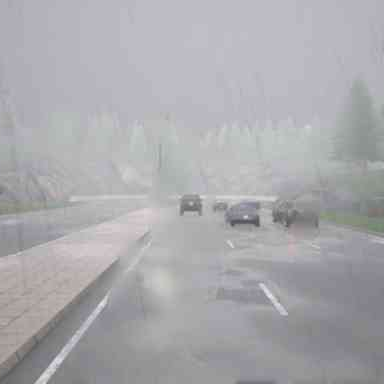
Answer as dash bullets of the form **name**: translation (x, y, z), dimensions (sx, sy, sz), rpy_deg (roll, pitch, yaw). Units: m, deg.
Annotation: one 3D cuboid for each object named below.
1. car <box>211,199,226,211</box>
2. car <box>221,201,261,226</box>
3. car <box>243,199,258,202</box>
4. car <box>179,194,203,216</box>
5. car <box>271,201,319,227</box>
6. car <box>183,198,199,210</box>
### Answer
- **car**: translation (3.392, 1.568, 40.303), dimensions (1.812, 1.442, 4.674), rpy_deg (0, 0, 0)
- **car**: translation (3.471, 1.592, 23.500), dimensions (1.994, 1.385, 4.181), rpy_deg (0, 0, 0)
- **car**: translation (6.886, 1.527, 39.823), dimensions (1.882, 1.535, 5.008), rpy_deg (0, 0, 0)
- **car**: translation (-0.089, 1.249, 33.716), dimensions (2.150, 2.045, 5.566), rpy_deg (0, 0, 0)
- **car**: translation (6.972, 1.388, 22.970), dimensions (2.097, 1.767, 4.553), rpy_deg (0, 0, 0)
- **car**: translation (-0.134, 1.584, 43.924), dimensions (2.033, 1.411, 5.357), rpy_deg (0, 0, 0)
